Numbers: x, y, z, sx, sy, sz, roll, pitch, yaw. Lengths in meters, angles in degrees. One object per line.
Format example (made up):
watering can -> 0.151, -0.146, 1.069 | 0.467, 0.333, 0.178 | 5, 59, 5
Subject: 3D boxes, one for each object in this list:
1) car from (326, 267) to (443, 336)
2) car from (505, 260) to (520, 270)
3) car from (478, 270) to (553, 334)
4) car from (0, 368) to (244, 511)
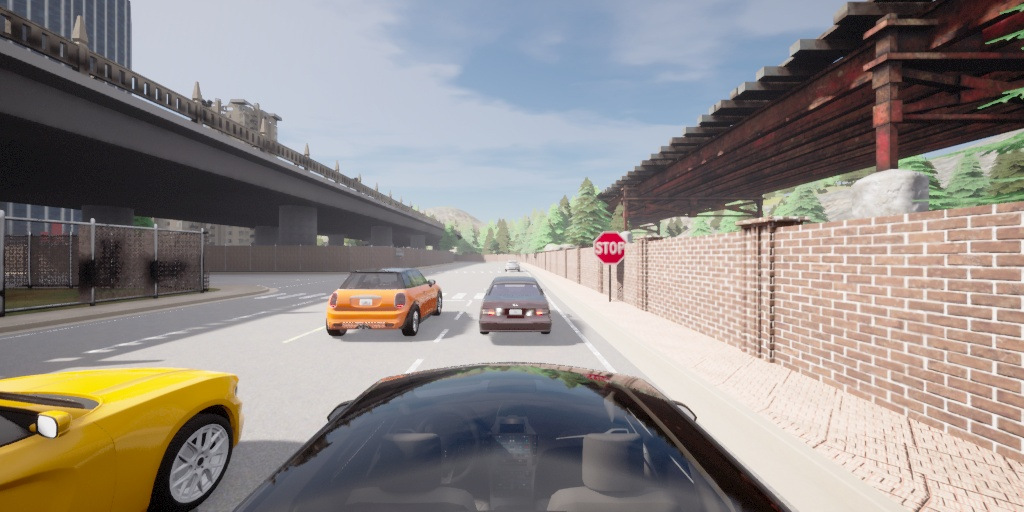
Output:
car -> -3.423, 1.102, 10.515 | 2.097, 1.767, 4.553 | 0, 0, 0
car -> 0.068, 1.276, 46.351 | 1.812, 1.442, 4.674 | 0, 0, -1
car -> 0.078, 1.297, 10.537 | 2.033, 1.411, 5.357 | 0, 0, 0
car -> -3.398, 1.228, 1.257 | 1.882, 1.535, 5.008 | 0, 0, 0
